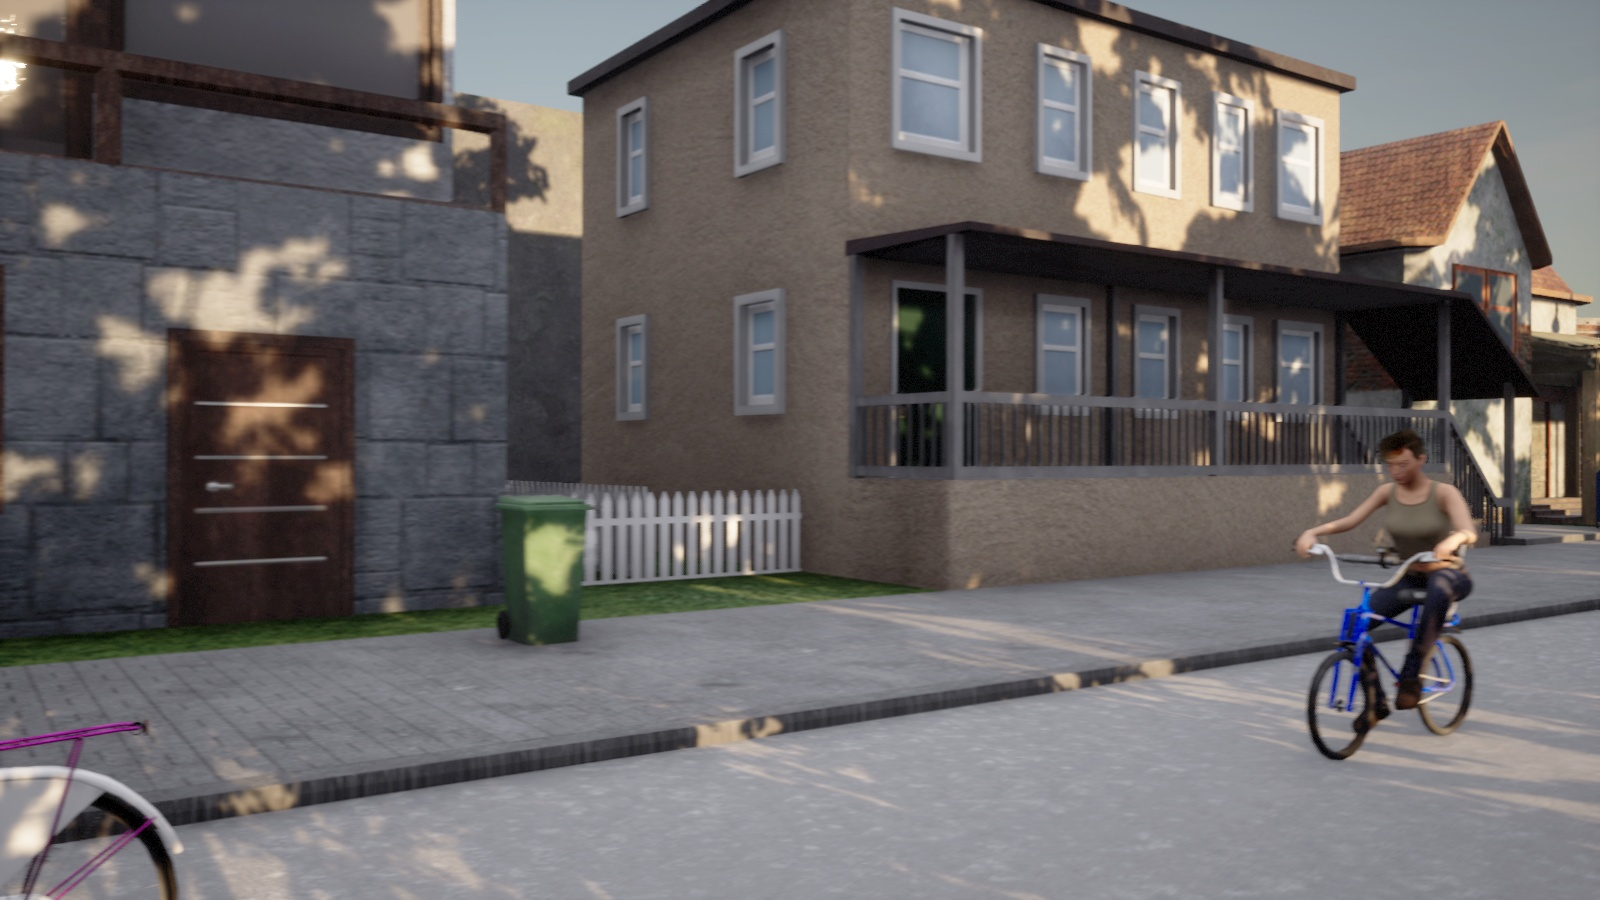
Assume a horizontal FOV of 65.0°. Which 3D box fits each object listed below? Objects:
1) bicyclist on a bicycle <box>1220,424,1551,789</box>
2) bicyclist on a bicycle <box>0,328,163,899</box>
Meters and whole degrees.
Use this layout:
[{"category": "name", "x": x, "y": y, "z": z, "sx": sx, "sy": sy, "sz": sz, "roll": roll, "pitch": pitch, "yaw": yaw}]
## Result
[{"category": "bicyclist on a bicycle", "x": 2.959, "y": 0.691, "z": 6.327, "sx": 1.509, "sy": 1.612, "sz": 0.866, "roll": 0, "pitch": 0, "yaw": -35}, {"category": "bicyclist on a bicycle", "x": -2.394, "y": 0.627, "z": 2.595, "sx": 1.843, "sy": 1.776, "sz": 0.659, "roll": 0, "pitch": 0, "yaw": -35}]
